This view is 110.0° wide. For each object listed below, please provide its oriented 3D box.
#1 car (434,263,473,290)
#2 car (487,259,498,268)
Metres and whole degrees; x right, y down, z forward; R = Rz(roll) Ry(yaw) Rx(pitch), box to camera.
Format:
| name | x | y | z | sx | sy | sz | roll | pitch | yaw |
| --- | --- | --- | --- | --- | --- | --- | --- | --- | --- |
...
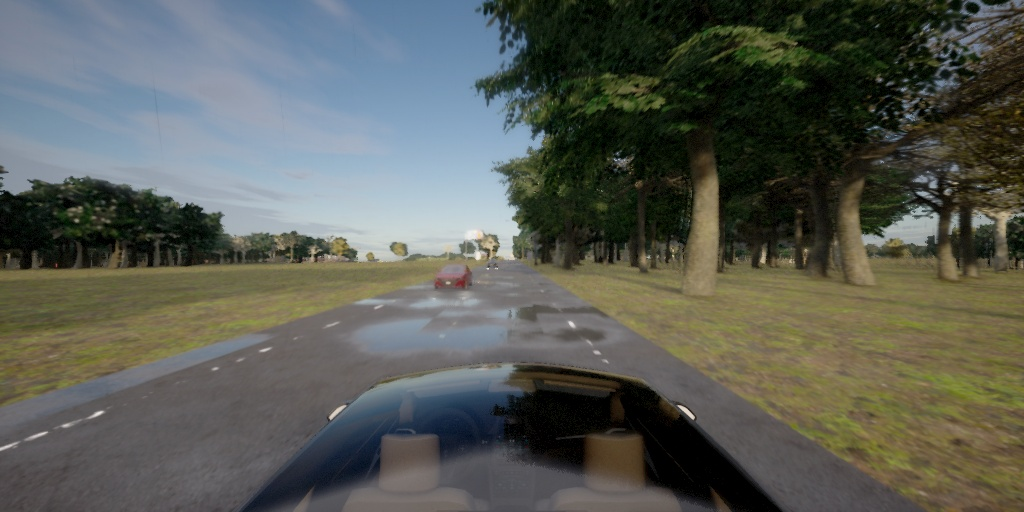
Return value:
| name | x | y | z | sx | sy | sz | roll | pitch | yaw |
| --- | --- | --- | --- | --- | --- | --- | --- | --- | --- |
| car | -3.583 | 1.247 | 22.675 | 1.882 | 1.535 | 5.008 | 0 | 0 | 0 |
| car | -3.497 | 1.352 | 64.669 | 1.837 | 1.490 | 4.892 | 0 | 0 | 0 |
